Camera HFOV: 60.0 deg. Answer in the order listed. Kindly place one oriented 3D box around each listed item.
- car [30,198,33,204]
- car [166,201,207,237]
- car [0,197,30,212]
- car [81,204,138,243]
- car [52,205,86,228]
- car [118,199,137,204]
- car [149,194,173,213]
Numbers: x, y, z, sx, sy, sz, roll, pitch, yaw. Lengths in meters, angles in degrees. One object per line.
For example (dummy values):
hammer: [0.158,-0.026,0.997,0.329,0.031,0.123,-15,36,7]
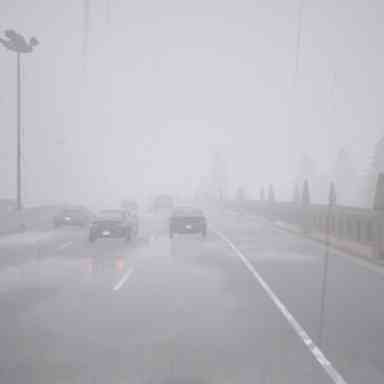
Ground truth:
car: [-33.293,1.700,66.860,2.128,1.511,4.902,0,0,-36]
car: [-0.316,1.480,18.100,1.882,1.535,5.008,0,0,-4]
car: [-16.162,1.381,29.067,2.097,1.767,4.553,0,0,-12]
car: [-3.708,1.528,16.126,1.812,1.442,4.674,0,0,-3]
car: [-7.751,1.574,22.133,1.994,1.385,4.181,0,0,-6]
car: [-7.210,1.525,37.529,2.128,1.511,4.902,0,0,-15]
car: [-3.500,1.250,37.335,2.150,2.045,5.566,0,0,-15]
